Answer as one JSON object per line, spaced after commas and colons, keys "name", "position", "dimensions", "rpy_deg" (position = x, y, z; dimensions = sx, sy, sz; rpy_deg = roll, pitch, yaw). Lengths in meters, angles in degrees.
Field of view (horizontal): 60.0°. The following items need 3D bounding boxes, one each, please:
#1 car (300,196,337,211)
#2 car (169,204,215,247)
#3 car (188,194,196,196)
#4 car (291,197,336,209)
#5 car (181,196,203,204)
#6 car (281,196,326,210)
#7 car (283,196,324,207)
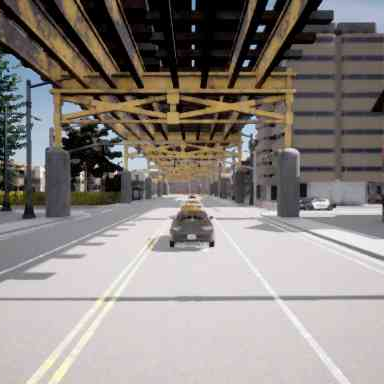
{"name": "car", "position": [13.262, 1.323, 36.455], "dimensions": [4.974, 1.542, 2.038], "rpy_deg": [0, 0, -20]}
{"name": "car", "position": [0.000, 1.498, 14.687], "dimensions": [1.812, 1.442, 4.674], "rpy_deg": [0, 0, 0]}
{"name": "car", "position": [0.000, 1.098, 78.493], "dimensions": [1.895, 1.301, 4.718], "rpy_deg": [0, 0, 0]}
{"name": "car", "position": [13.311, 1.165, 36.472], "dimensions": [4.536, 1.218, 1.853], "rpy_deg": [0, 0, -20]}
{"name": "car", "position": [0.000, 1.385, 29.687], "dimensions": [1.882, 1.535, 5.008], "rpy_deg": [0, 0, 0]}
{"name": "car", "position": [13.589, 1.305, 40.614], "dimensions": [4.974, 1.542, 2.038], "rpy_deg": [0, 0, 25]}
{"name": "car", "position": [13.636, 1.147, 40.592], "dimensions": [4.536, 1.218, 1.853], "rpy_deg": [0, 0, 25]}
